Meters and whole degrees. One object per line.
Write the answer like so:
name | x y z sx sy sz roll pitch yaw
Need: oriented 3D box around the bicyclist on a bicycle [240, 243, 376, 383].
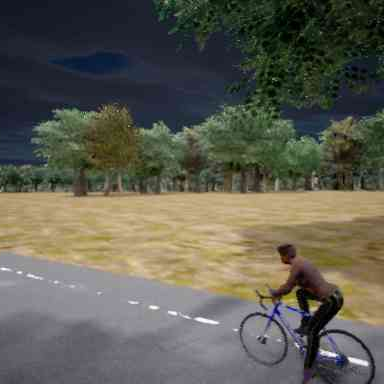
bicyclist on a bicycle | 1.317 1.466 4.078 1.656 1.620 0.582 -1 0 35
